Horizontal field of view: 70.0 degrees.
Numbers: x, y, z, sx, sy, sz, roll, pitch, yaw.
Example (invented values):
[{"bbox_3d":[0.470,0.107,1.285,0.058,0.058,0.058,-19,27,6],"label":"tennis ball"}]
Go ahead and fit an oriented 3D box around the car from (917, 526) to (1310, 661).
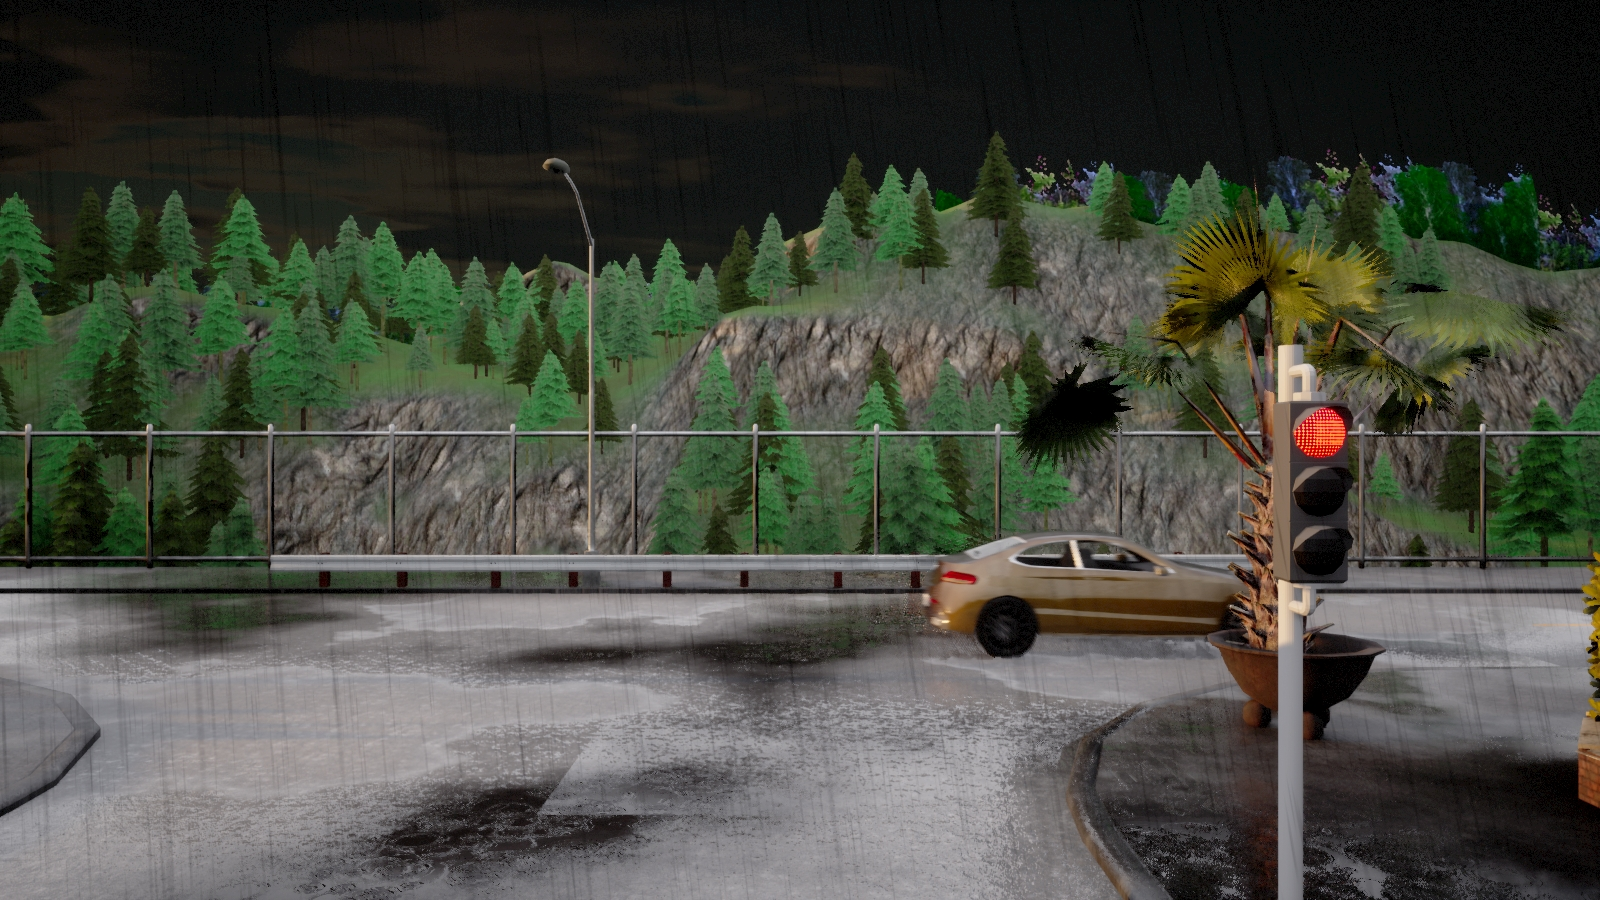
[{"bbox_3d":[4.295,1.992,16.329,5.027,1.651,2.152,0,0,0],"label":"car"}]
